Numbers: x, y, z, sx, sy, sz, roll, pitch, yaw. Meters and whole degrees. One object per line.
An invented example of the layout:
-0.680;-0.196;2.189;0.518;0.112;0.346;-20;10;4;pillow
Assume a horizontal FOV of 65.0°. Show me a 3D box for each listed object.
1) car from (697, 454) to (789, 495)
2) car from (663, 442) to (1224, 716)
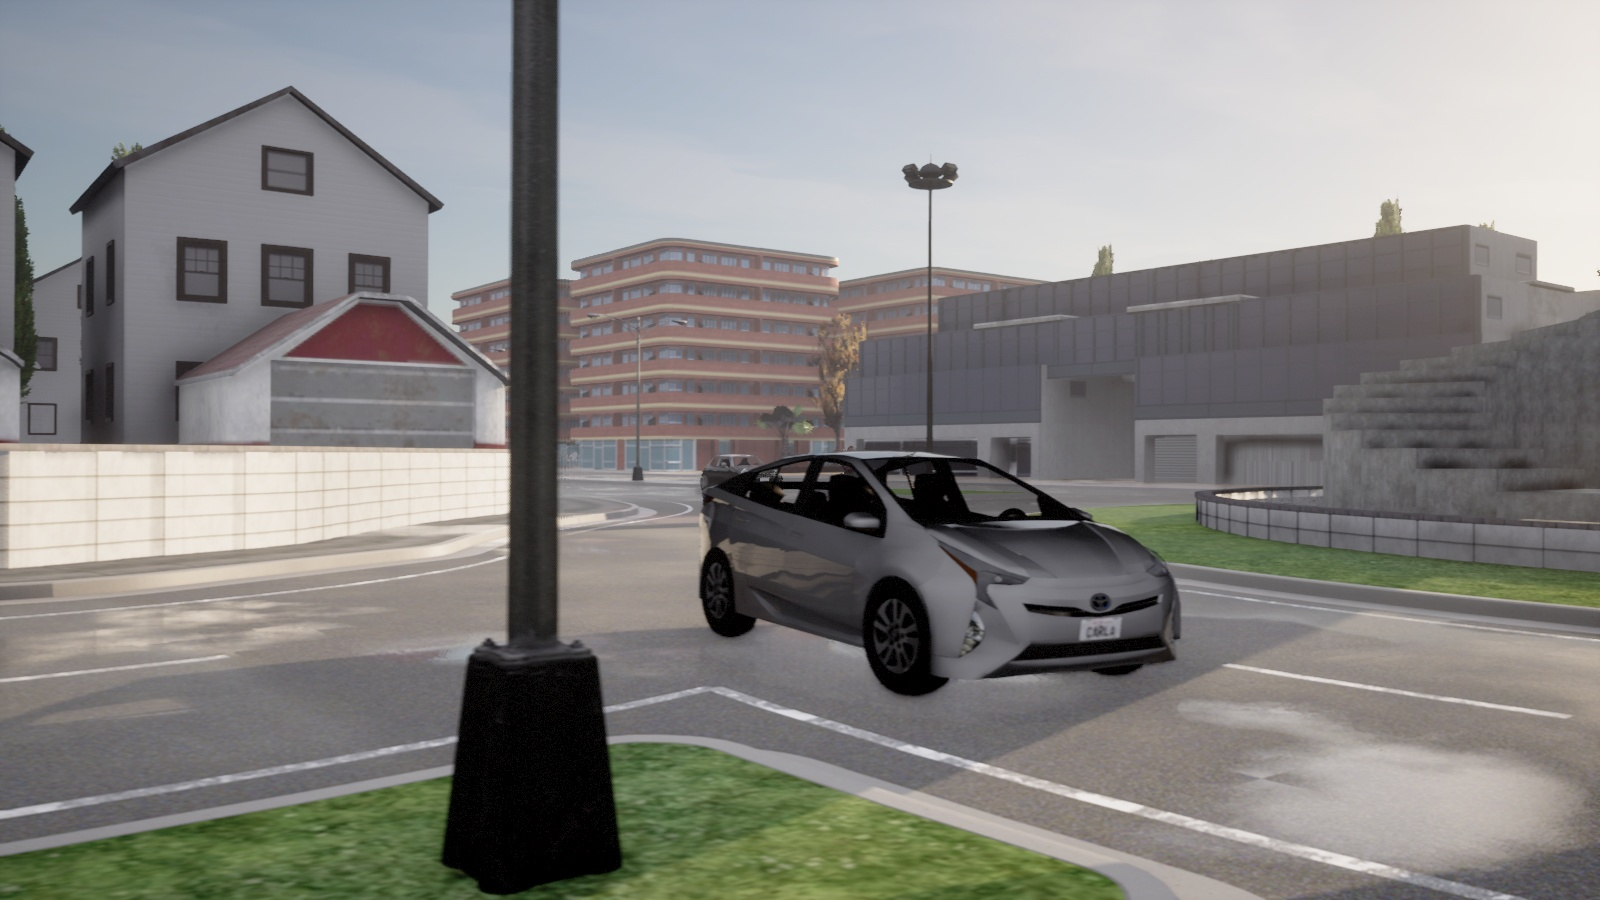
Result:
-2.196;0.879;47.521;1.970;1.475;3.806;0;0;-30;car
0.738;0.724;9.455;2.007;1.525;4.514;0;0;-28;car
